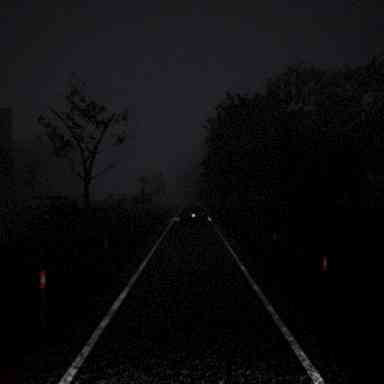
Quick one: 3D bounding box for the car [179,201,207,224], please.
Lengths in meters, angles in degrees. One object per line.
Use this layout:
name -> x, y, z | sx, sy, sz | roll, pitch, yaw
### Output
car -> 0.099, 1.573, 24.522 | 1.994, 1.385, 4.181 | 0, 0, 0

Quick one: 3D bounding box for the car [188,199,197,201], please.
car -> 0.085, 1.614, 42.523 | 1.994, 1.385, 4.181 | 0, 0, 0

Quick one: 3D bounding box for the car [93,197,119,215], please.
car -> -9.080, 1.485, 33.024 | 2.163, 1.488, 4.792 | 0, -1, -2

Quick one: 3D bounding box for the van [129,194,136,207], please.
van -> -9.255, 1.265, 49.488 | 1.878, 1.987, 4.442 | 0, -1, -2

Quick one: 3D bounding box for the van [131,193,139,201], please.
van -> -16.028, 1.401, 93.509 | 1.878, 1.987, 4.442 | 1, -2, -16

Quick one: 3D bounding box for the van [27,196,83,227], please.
van -> -9.073, 1.224, 21.829 | 1.878, 1.987, 4.442 | 0, 0, 2

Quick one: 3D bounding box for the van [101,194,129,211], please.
van -> -9.090, 1.244, 39.537 | 1.878, 1.987, 4.442 | 0, -1, -2

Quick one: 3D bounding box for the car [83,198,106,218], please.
car -> -9.074, 1.442, 27.513 | 2.231, 1.521, 4.892 | 0, -1, -2
